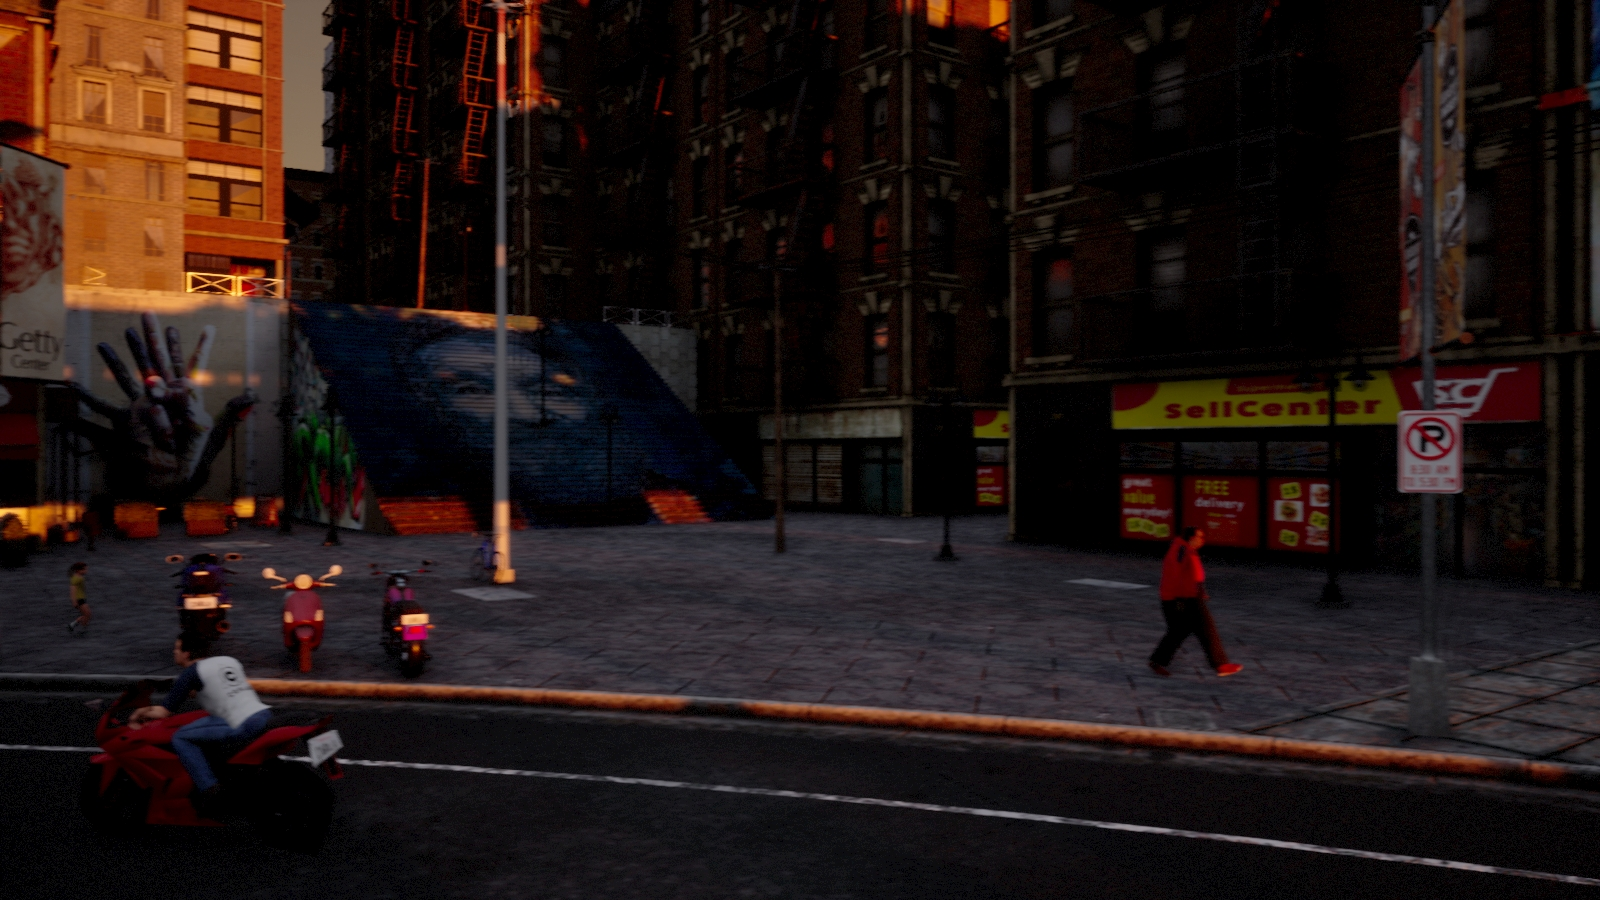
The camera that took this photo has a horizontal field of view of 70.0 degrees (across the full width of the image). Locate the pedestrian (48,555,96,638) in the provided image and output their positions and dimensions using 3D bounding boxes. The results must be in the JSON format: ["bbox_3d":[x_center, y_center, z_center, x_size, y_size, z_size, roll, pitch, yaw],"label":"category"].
[{"bbox_3d":[-10.332,2.068,16.222,0.500,1.100,0.500,0,0,-23],"label":"pedestrian"}]

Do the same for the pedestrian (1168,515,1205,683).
[{"bbox_3d":[4.430,1.690,13.099,0.375,1.860,0.375,0,0,22],"label":"pedestrian"}]

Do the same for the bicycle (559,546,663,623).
[{"bbox_3d":[-3.090,2.197,18.767,1.643,1.196,0.373,0,0,-3],"label":"bicycle"}]
